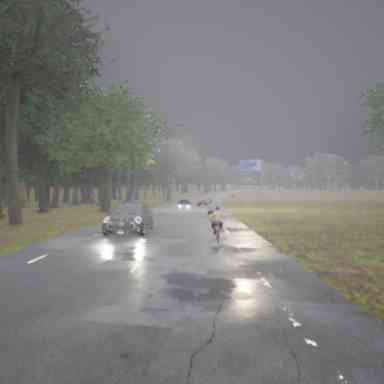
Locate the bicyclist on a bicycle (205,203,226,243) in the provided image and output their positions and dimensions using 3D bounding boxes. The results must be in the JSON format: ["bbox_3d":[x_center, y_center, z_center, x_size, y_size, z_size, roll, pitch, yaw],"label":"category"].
[{"bbox_3d":[1.149,1.432,15.046,0.866,1.612,1.509,0,0,1],"label":"bicyclist on a bicycle"}]

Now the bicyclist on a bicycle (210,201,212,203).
[{"bbox_3d":[1.359,1.440,23.843,0.866,1.612,1.509,0,0,2],"label":"bicyclist on a bicycle"}]

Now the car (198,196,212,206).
[{"bbox_3d":[1.997,1.612,54.758,1.895,1.301,4.718,0,0,4],"label":"car"}]

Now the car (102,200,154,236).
[{"bbox_3d":[-3.351,1.345,18.114,2.097,1.767,4.553,0,0,1],"label":"car"}]

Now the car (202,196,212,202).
[{"bbox_3d":[3.383,1.520,73.810,1.994,1.385,4.181,0,0,5],"label":"car"}]

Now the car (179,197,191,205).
[{"bbox_3d":[-1.288,1.598,59.994,1.895,1.301,4.718,0,0,5],"label":"car"}]
